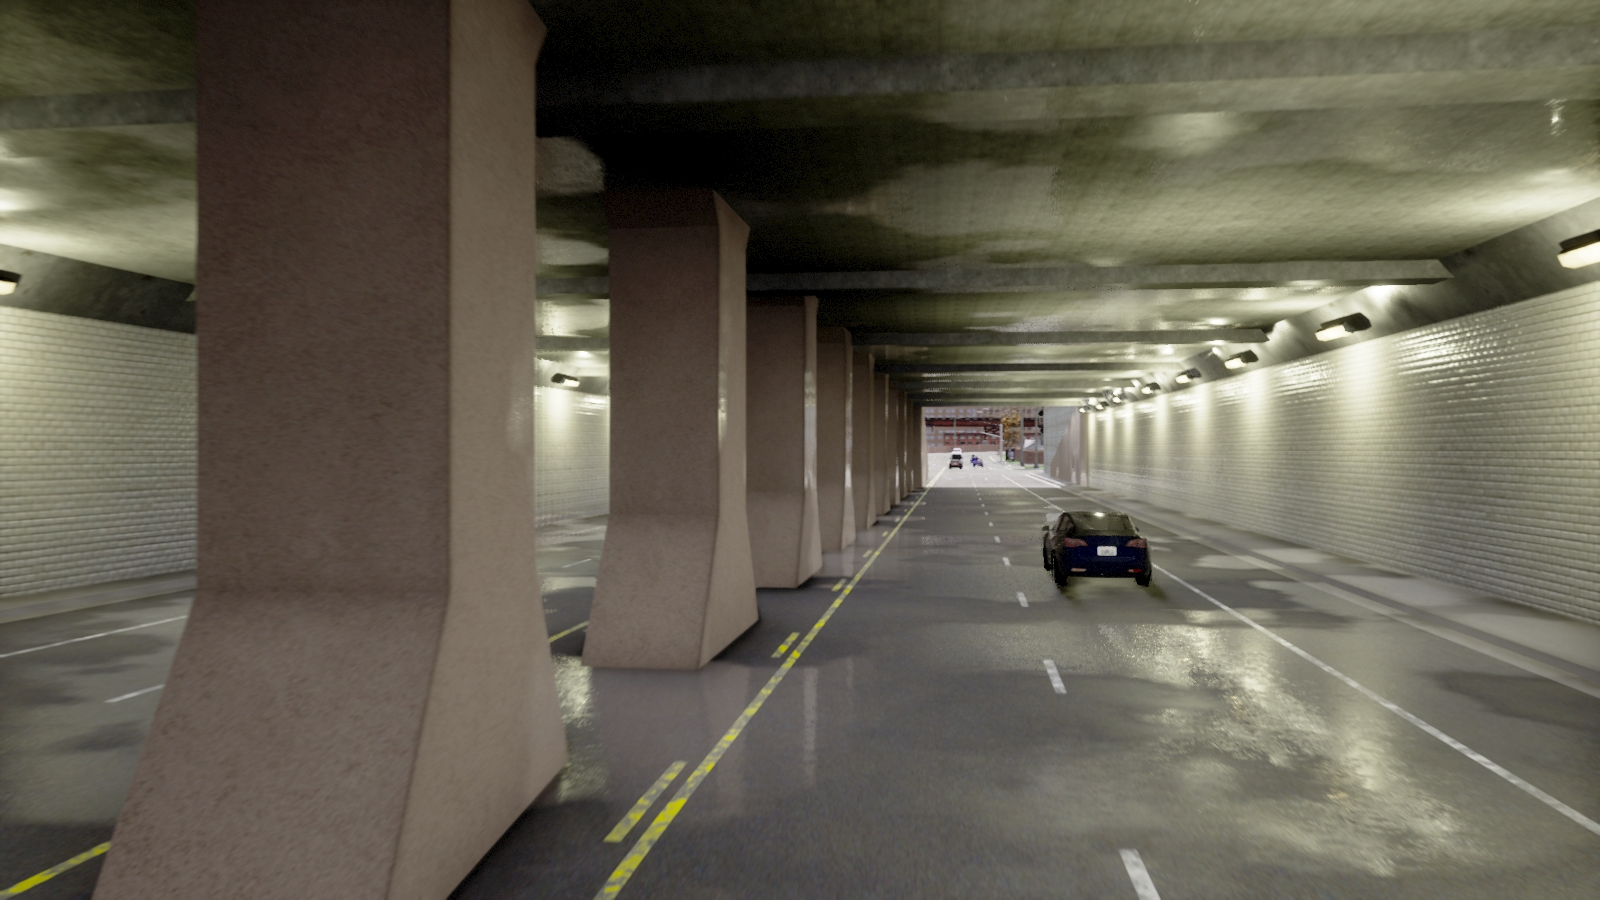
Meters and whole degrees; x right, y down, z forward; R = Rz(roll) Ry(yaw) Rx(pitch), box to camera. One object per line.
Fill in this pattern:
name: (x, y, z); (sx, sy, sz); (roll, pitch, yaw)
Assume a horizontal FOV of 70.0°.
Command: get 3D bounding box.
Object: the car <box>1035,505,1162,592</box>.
car: (6.421, 2.064, 25.114); (2.163, 1.488, 4.792); (0, 0, 8)
